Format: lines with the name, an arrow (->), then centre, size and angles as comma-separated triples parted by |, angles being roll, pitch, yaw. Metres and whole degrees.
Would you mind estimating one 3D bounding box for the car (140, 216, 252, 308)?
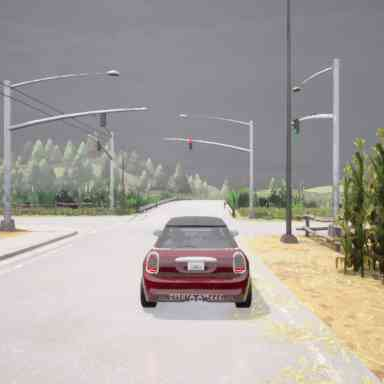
car -> 0.096, 1.352, 8.091 | 2.097, 1.767, 4.553 | 0, 0, 1
